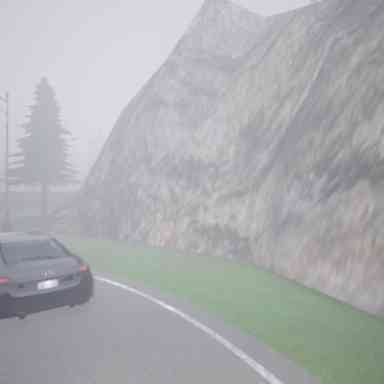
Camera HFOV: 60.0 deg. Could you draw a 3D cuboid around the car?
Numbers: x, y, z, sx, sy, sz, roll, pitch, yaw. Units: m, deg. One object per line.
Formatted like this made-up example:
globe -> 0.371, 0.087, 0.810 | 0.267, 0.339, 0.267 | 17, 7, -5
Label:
car -> -3.790, 1.534, 7.145 | 1.994, 1.385, 4.181 | 0, 0, -42
